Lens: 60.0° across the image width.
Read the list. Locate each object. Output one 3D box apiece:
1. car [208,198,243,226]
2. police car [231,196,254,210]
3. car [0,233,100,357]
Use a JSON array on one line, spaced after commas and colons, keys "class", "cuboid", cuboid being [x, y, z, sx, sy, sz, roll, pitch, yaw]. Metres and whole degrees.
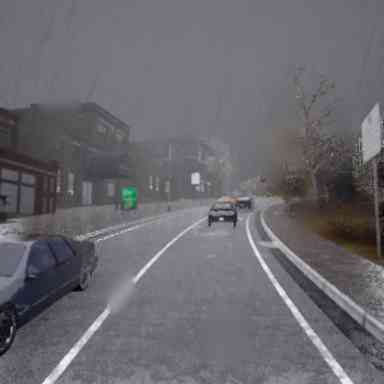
[{"class": "car", "cuboid": [2.184, 1.426, 22.729, 2.128, 1.511, 4.902, -1, 0, 9]}, {"class": "police car", "cuboid": [6.561, 1.270, 41.063, 1.930, 1.638, 5.238, -2, 0, 17]}, {"class": "car", "cuboid": [-3.367, 1.539, 6.236, 2.033, 1.411, 5.357, 0, 0, 3]}]
